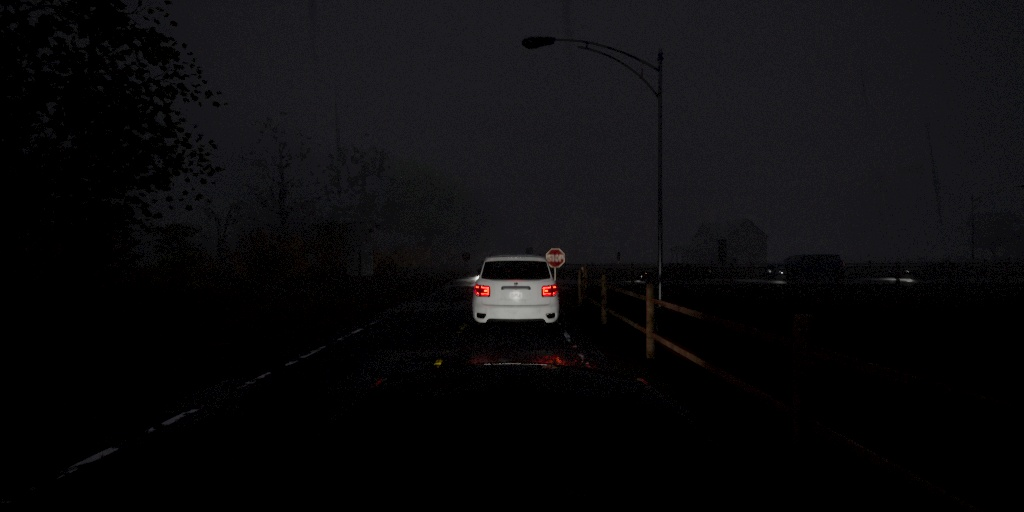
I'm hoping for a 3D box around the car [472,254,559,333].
[{"bbox_3d":[0.098,0.971,10.831,2.150,2.045,5.566,0,0,0],"label":"car"}]

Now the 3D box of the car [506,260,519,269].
[{"bbox_3d":[0.112,1.310,55.807,1.895,1.301,4.718,0,0,0],"label":"car"}]

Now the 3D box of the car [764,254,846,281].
[{"bbox_3d":[23.423,0.872,28.772,5.566,2.045,2.150,0,0,-1],"label":"car"}]

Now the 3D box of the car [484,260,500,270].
[{"bbox_3d":[-2.818,1.264,51.689,2.033,1.411,5.357,0,0,0],"label":"car"}]

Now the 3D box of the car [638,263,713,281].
[{"bbox_3d":[12.993,1.243,28.620,5.357,1.411,2.033,0,0,0],"label":"car"}]

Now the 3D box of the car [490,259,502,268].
[{"bbox_3d":[-2.781,1.222,62.721,1.812,1.442,4.674,0,0,1],"label":"car"}]

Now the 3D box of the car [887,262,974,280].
[{"bbox_3d":[33.725,1.153,28.932,5.357,1.411,2.033,0,0,-1],"label":"car"}]

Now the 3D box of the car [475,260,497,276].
[{"bbox_3d":[-2.665,1.227,38.083,2.128,1.511,4.902,0,0,-2],"label":"car"}]
